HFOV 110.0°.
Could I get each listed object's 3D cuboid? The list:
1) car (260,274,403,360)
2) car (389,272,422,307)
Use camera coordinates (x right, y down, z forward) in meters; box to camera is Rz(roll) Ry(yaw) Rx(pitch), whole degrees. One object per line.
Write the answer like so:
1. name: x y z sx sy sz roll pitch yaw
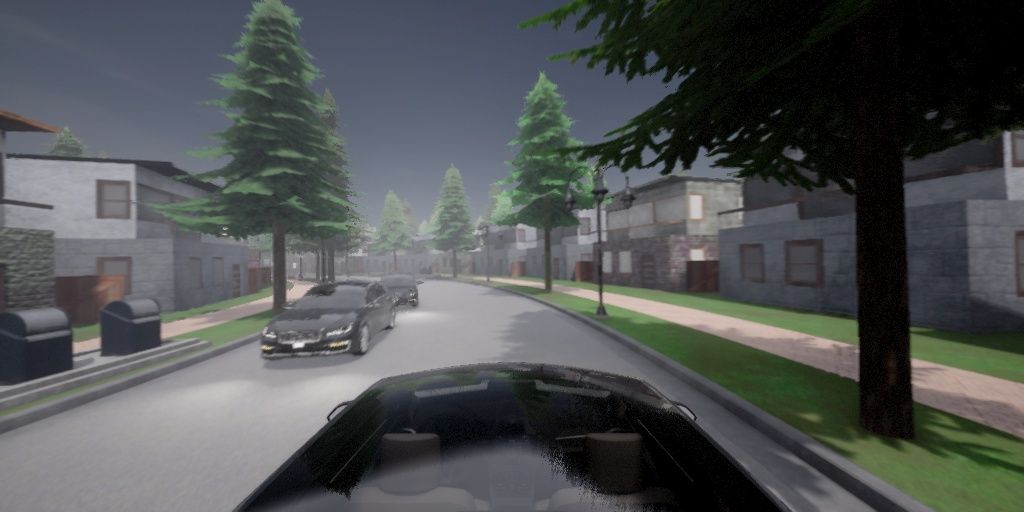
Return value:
1. car: -4.198 1.406 8.974 1.837 1.490 4.892 -1 0 -7
2. car: -5.259 1.532 16.610 1.837 1.490 4.892 -1 -1 -14
